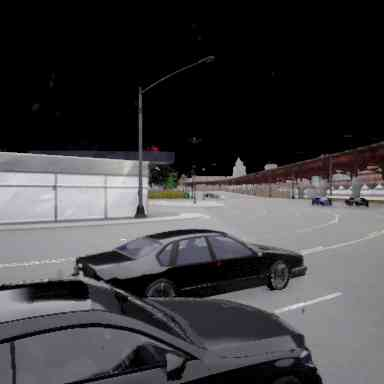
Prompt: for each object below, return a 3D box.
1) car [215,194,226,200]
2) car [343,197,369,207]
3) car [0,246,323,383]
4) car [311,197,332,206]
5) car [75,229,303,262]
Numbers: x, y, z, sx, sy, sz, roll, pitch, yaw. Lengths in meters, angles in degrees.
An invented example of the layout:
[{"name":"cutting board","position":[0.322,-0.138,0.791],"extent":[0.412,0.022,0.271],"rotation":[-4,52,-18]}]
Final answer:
[{"name":"car","position":[8.248,1.517,90.984],"extent":[1.812,1.442,4.674],"rotation":[0,0,-3]},{"name":"car","position":[24.349,1.501,49.481],"extent":[1.837,1.490,4.892],"rotation":[0,0,-1]},{"name":"car","position":[-1.024,1.525,2.839],"extent":[4.674,1.442,1.812],"rotation":[0,0,-28]},{"name":"car","position":[20.731,1.521,53.221],"extent":[1.812,1.442,4.674],"rotation":[0,0,-2]},{"name":"car","position":[0.113,1.547,7.393],"extent":[5.357,1.411,2.033],"rotation":[0,0,-32]}]
